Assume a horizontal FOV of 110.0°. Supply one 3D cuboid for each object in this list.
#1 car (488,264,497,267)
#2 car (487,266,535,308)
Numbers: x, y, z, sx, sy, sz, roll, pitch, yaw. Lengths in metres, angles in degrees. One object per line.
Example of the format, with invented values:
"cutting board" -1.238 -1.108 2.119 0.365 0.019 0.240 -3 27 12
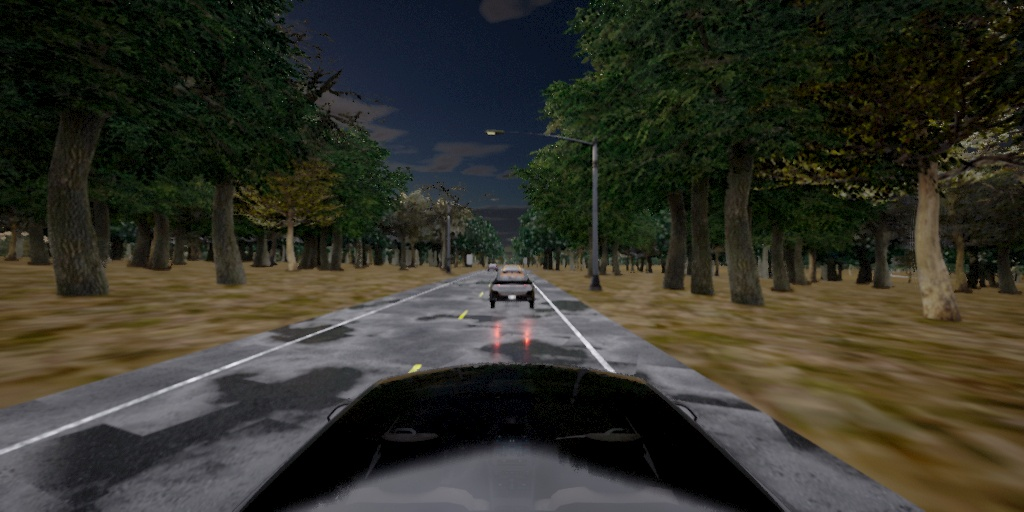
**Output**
"car" -3.466 2.129 65.198 1.812 1.442 4.674 0 -1 0
"car" 0.014 1.386 16.143 2.128 1.511 4.902 0 -1 0
